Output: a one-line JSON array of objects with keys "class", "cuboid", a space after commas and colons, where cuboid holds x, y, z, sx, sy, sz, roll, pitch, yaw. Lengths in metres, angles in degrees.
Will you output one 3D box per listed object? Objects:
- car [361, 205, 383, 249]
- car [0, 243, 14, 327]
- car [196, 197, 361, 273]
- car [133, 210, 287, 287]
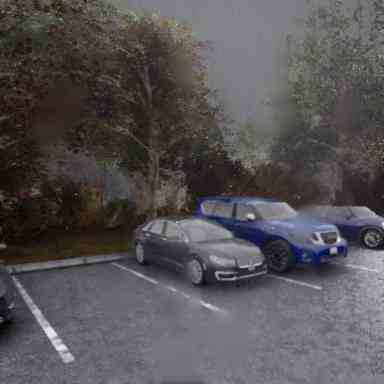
[{"class": "car", "cuboid": [6.894, 1.308, 14.429, 2.185, 1.767, 4.553, 1, 0, -36]}, {"class": "car", "cuboid": [-4.639, 1.482, 6.272, 2.231, 1.521, 4.892, 0, 0, -36]}, {"class": "car", "cuboid": [2.168, 1.209, 11.102, 2.435, 2.045, 5.566, 0, 0, -36]}, {"class": "car", "cuboid": [-0.050, 1.469, 9.562, 2.231, 1.521, 4.892, 0, 0, -36]}]
